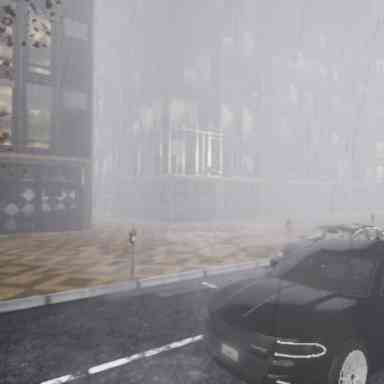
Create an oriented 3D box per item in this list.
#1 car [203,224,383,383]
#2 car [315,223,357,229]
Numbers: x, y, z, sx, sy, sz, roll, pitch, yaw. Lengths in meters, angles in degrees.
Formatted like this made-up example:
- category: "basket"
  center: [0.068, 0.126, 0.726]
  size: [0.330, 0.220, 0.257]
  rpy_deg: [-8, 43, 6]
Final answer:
- category: "car"
  center: [2.452, 1.511, 5.125]
  size: [5.008, 1.535, 1.882]
  rpy_deg: [0, 0, -35]
- category: "car"
  center: [4.325, 1.612, 9.638]
  size: [4.403, 1.369, 2.008]
  rpy_deg: [0, 0, -35]
